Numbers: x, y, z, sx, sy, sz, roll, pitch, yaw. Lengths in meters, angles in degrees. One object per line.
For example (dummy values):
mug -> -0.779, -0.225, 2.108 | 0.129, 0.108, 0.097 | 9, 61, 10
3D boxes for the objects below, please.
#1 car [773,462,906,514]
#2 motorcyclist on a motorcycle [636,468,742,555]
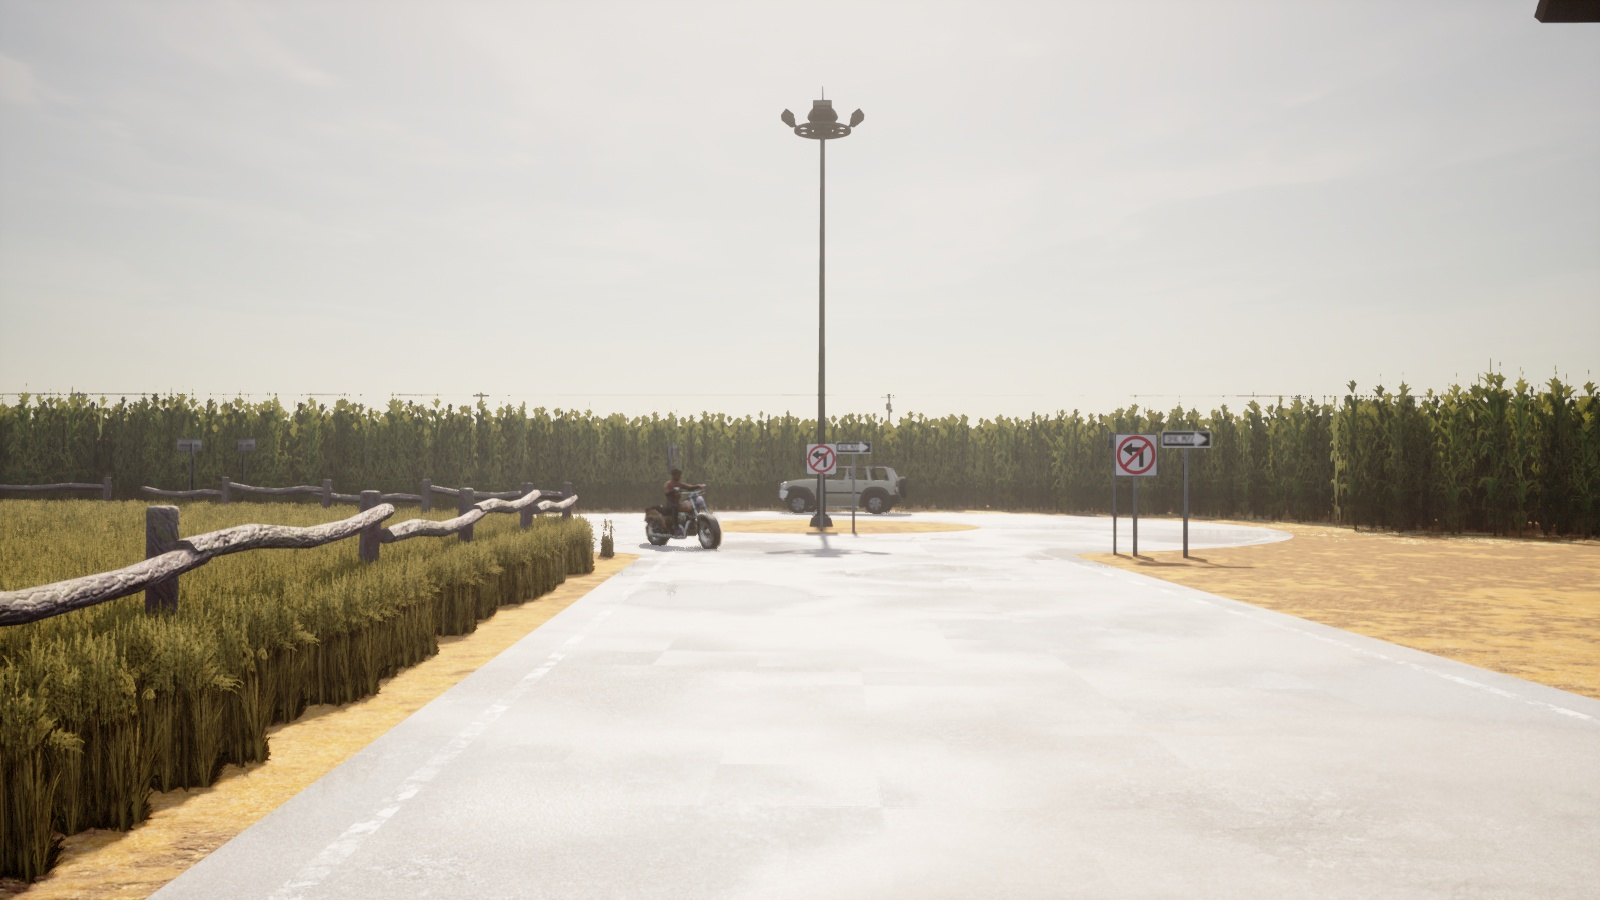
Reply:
car -> 1.463, 1.393, 45.817 | 4.605, 1.855, 1.932 | 0, -2, 12
motorcyclist on a motorcycle -> -2.267, 1.198, 25.309 | 0.766, 1.649, 2.350 | -2, 0, -45
